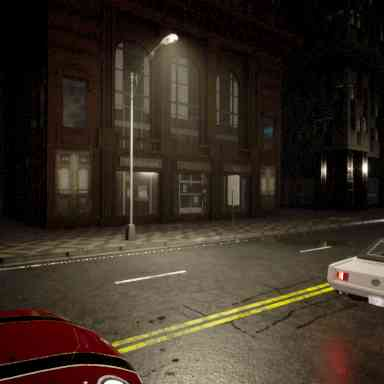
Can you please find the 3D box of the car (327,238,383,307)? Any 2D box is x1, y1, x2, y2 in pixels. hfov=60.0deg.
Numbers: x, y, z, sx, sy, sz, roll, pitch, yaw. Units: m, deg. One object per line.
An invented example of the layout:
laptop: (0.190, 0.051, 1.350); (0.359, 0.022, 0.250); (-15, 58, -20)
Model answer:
car: (5.010, 1.597, 7.014); (4.718, 1.301, 1.895); (0, 0, -35)

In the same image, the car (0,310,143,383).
car: (-2.424, 1.352, 1.710); (4.553, 1.767, 2.097); (0, 0, -36)
